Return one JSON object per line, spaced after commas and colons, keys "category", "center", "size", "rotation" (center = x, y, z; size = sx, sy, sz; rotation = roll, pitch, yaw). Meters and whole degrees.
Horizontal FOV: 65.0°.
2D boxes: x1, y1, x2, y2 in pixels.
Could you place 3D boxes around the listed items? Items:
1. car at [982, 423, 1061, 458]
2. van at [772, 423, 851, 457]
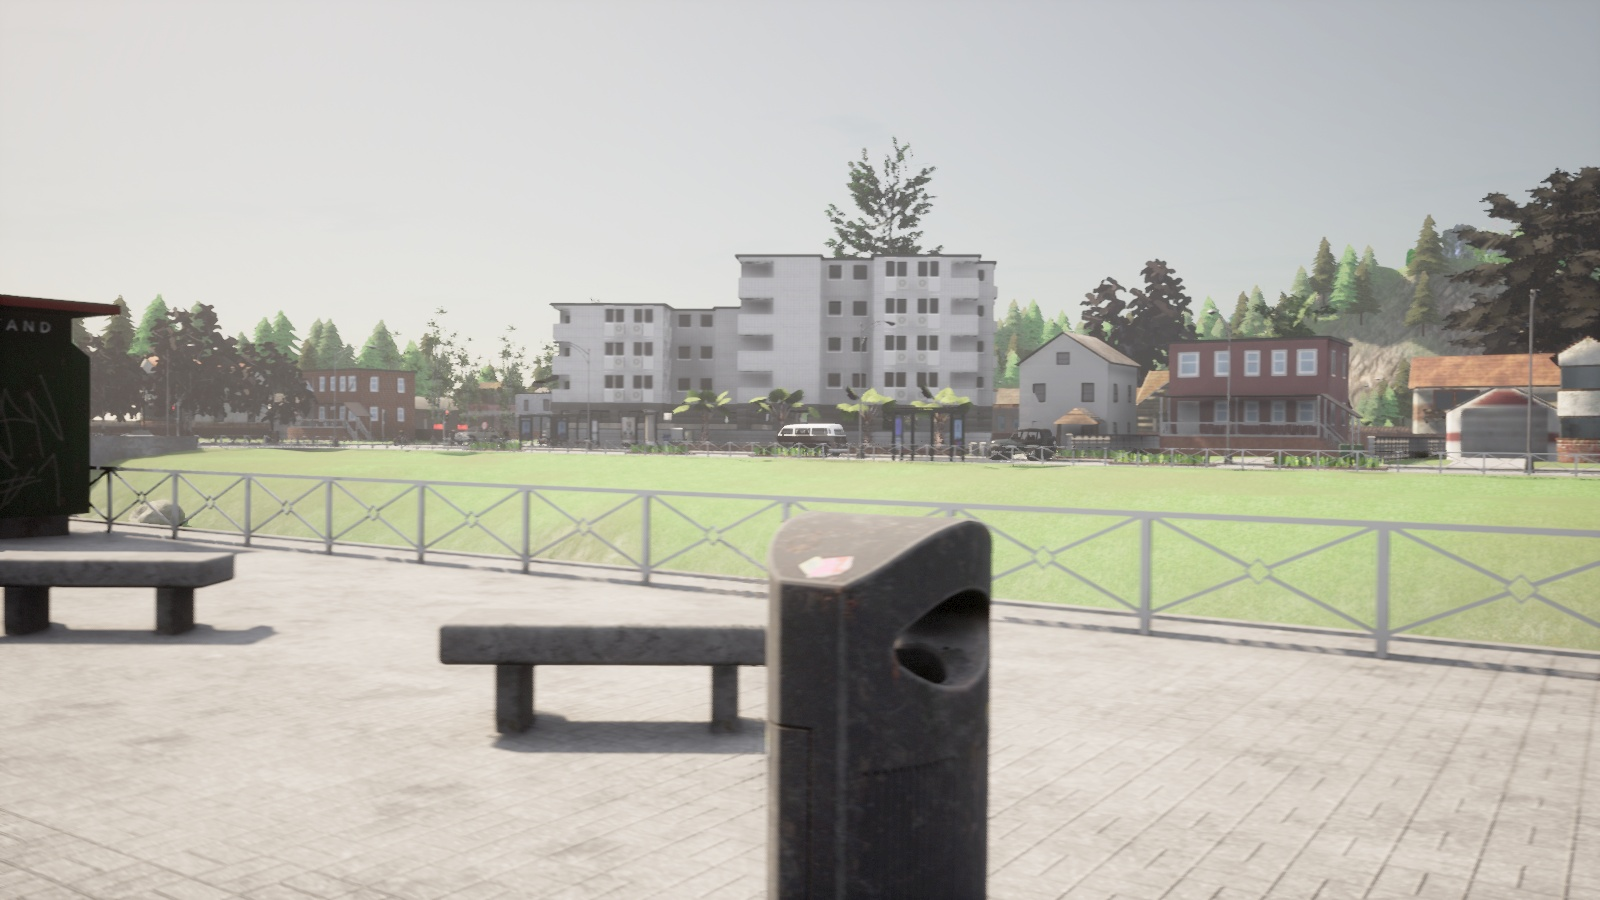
{"category": "car", "center": [12.365, -0.541, 70.074], "size": [3.866, 1.878, 1.905], "rotation": [0, 1, 34]}
{"category": "van", "center": [0.691, -0.614, 77.833], "size": [4.480, 2.038, 2.069], "rotation": [0, 1, 34]}
